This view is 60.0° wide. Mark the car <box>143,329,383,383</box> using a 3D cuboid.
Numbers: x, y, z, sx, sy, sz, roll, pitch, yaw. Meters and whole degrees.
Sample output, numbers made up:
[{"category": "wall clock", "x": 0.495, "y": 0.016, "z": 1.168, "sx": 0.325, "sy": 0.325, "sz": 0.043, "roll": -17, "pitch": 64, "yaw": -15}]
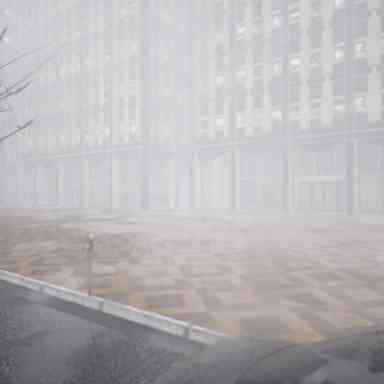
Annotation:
[{"category": "car", "x": 1.458, "y": 1.567, "z": 1.835, "sx": 4.313, "sy": 1.339, "sz": 1.947, "roll": 0, "pitch": 0, "yaw": 35}]
